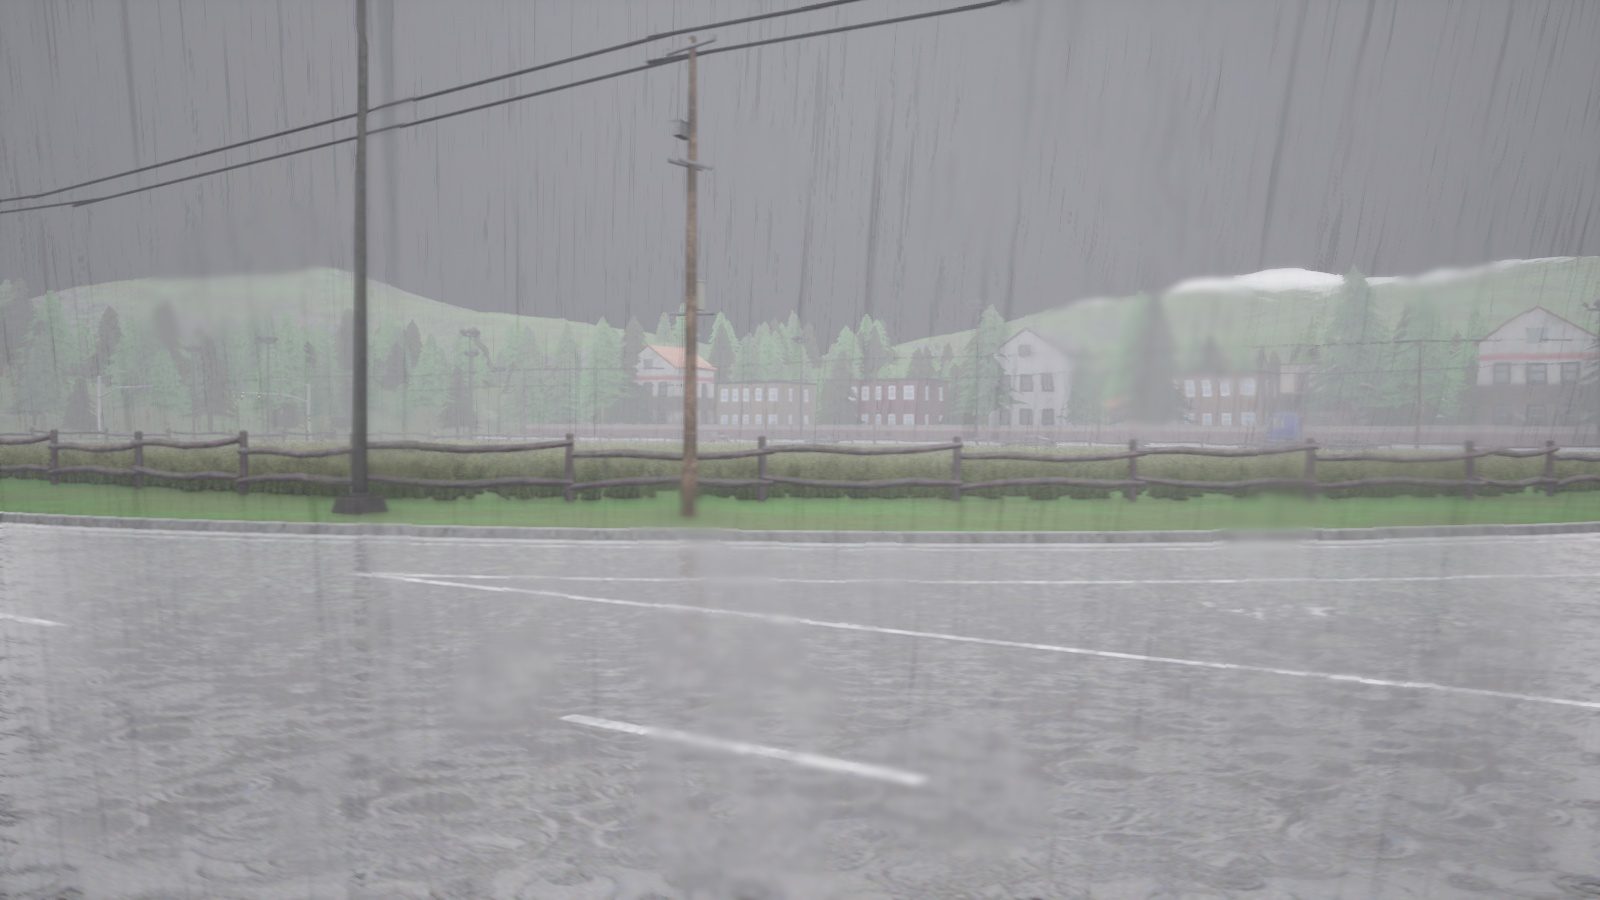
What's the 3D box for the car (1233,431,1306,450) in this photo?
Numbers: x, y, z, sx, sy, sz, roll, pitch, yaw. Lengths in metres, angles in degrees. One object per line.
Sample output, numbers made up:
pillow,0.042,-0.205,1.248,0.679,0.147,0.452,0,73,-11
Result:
car,34.505,-0.689,92.286,4.718,1.301,1.895,0,1,34
